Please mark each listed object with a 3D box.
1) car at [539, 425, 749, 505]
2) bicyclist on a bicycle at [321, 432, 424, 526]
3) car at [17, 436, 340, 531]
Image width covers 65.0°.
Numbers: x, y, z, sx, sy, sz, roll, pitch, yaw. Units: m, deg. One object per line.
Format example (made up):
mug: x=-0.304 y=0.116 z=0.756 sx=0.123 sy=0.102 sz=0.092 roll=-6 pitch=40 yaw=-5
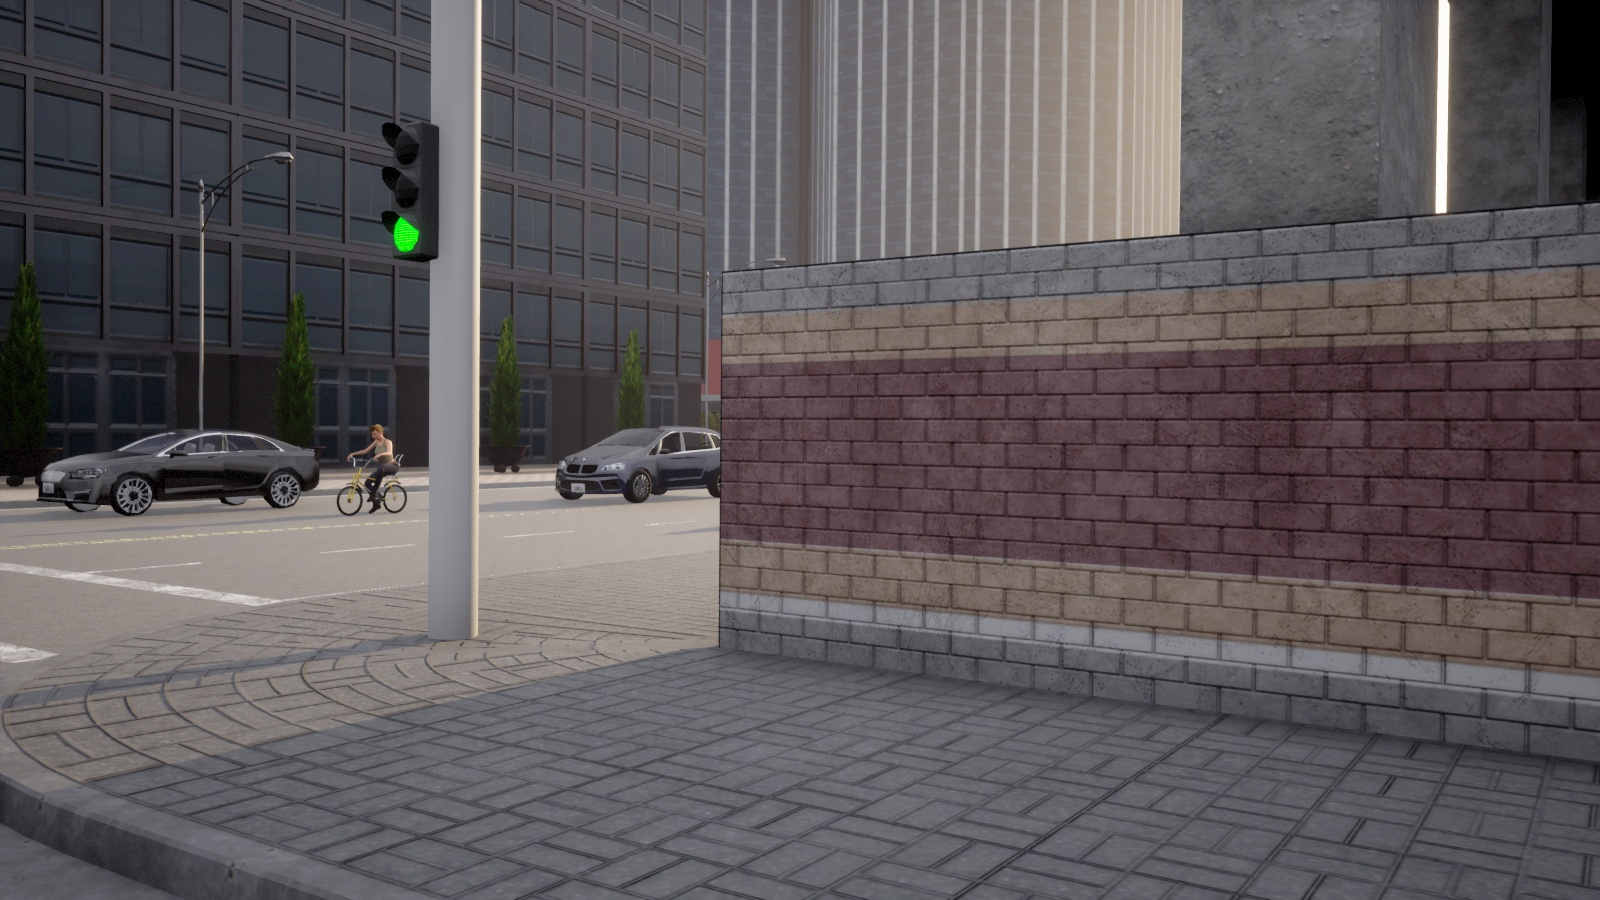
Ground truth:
car: x=-3.441 y=0.272 z=28.584 sx=2.242 sy=1.667 sz=4.611 roll=0 pitch=1 yaw=34
bicyclist on a bicycle: x=-7.597 y=0.487 z=22.361 sx=0.866 sy=1.612 sz=1.509 roll=0 pitch=1 yaw=34
car: x=-11.276 y=0.529 z=23.165 sx=2.128 sy=1.511 sz=4.902 roll=0 pitch=1 yaw=34
